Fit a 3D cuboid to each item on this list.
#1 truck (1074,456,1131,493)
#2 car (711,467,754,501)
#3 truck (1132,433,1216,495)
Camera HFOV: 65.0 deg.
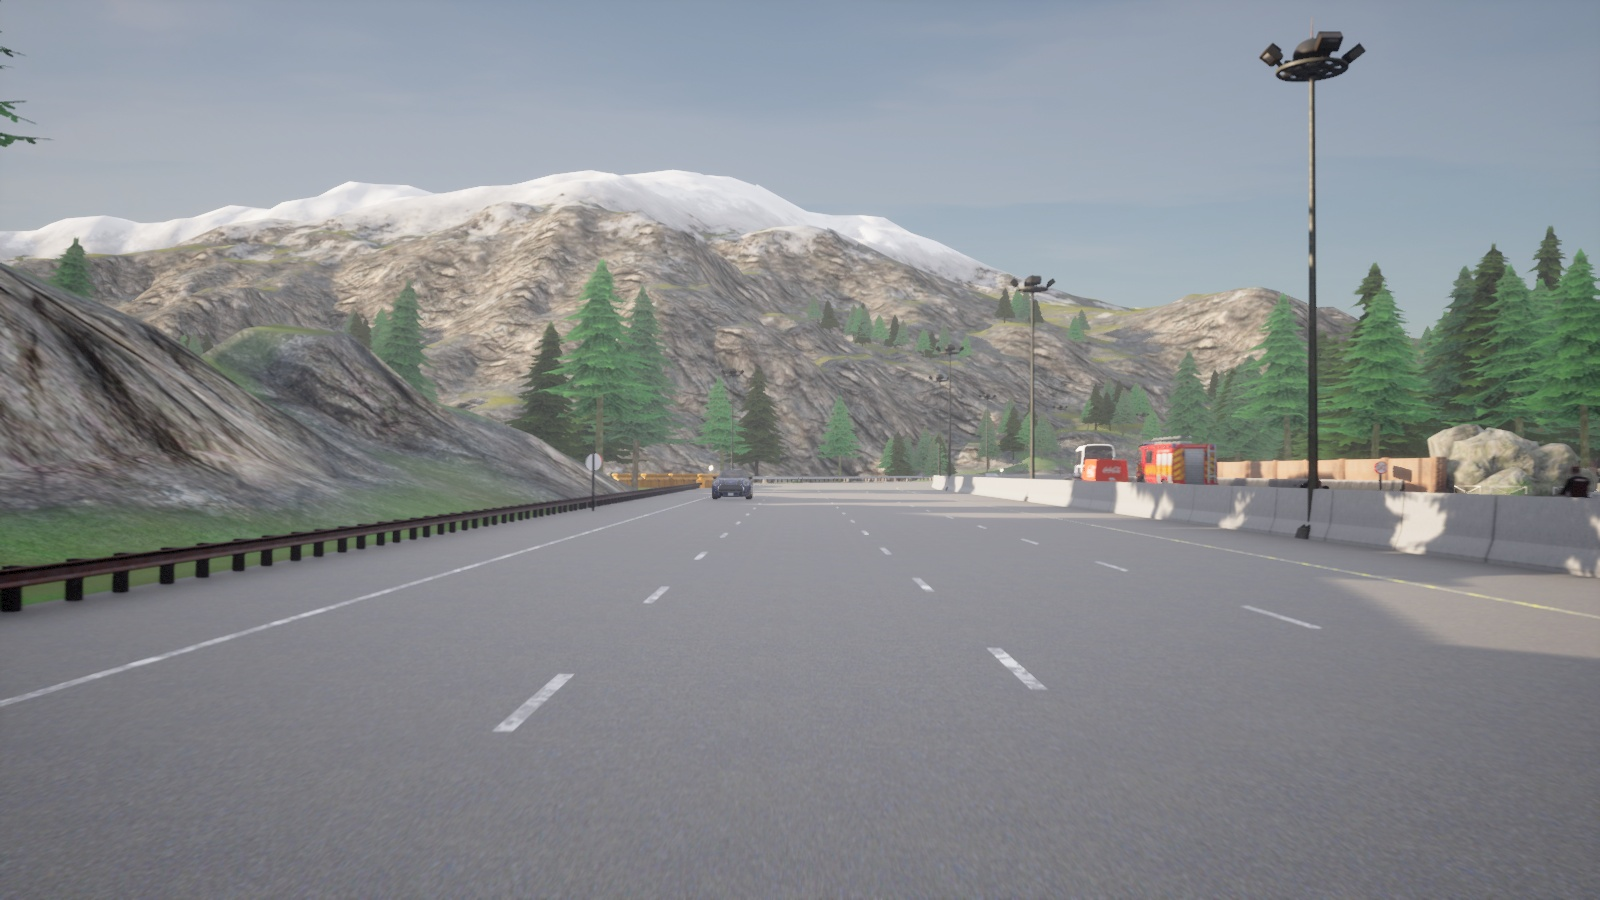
[{"bbox_3d":[20.789,1.696,86.526,2.627,2.467,5.204,0,-1,0],"label":"truck"},{"bbox_3d":[-3.667,1.841,68.873,2.097,1.767,4.553,0,-1,0],"label":"car"},{"bbox_3d":[24.297,0.925,81.997,2.891,3.827,8.468,0,-1,0],"label":"truck"}]
